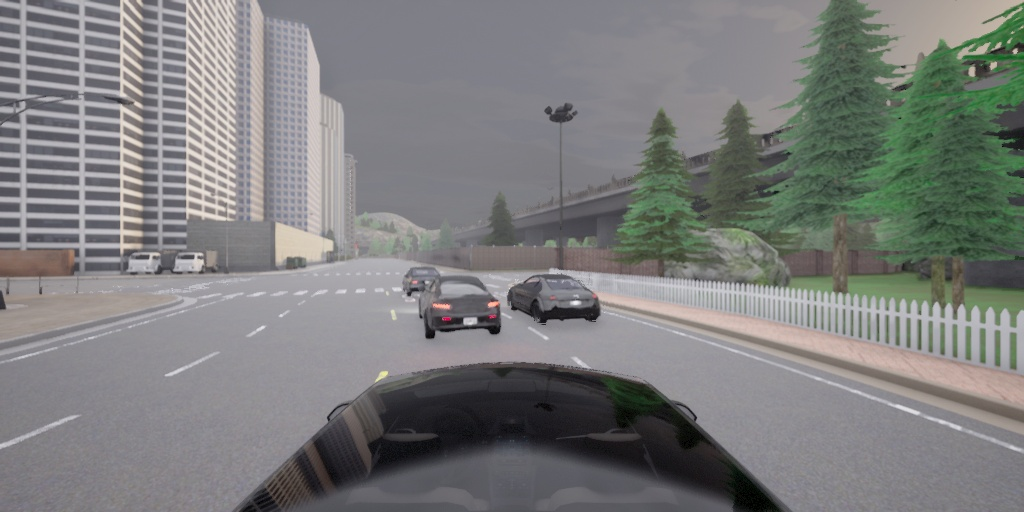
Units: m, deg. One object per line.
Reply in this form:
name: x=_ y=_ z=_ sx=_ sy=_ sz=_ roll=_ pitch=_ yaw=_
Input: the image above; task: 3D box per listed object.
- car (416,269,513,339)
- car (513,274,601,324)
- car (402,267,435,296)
car: x=-1.593 y=1.266 z=10.095 sx=1.812 sy=1.442 sz=4.674 roll=0 pitch=0 yaw=-17
car: x=1.235 y=1.302 z=12.067 sx=1.994 sy=1.385 sz=4.181 roll=0 pitch=0 yaw=-16
car: x=-4.779 y=1.280 z=19.112 sx=2.033 sy=1.411 sz=5.357 roll=0 pitch=0 yaw=-20
